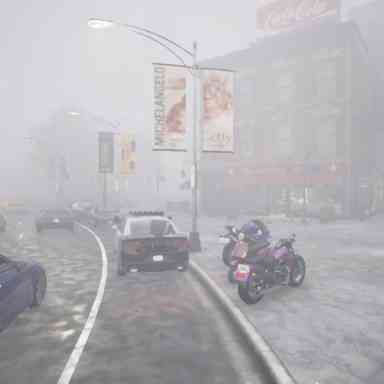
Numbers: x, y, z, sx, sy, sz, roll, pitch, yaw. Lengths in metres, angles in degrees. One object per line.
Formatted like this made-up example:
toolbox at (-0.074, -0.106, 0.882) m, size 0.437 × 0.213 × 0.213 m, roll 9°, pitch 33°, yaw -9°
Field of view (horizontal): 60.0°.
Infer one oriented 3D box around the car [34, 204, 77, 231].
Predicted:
car at (-8.469, 1.558, 20.294) m, size 1.994 × 1.385 × 4.181 m, roll 0°, pitch 0°, yaw -27°

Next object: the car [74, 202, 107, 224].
car at (-9.033, 1.513, 27.542) m, size 2.002 × 1.452 × 4.674 m, roll 0°, pitch 0°, yaw -35°

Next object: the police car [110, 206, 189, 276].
police car at (-1.489, 1.424, 10.681) m, size 1.930 × 1.638 × 5.238 m, roll 0°, pitch 0°, yaw -15°

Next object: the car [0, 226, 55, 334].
car at (-3.616, 1.522, 4.820) m, size 1.812 × 1.442 × 4.674 m, roll 0°, pitch 0°, yaw -8°

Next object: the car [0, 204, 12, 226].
car at (-10.654, 1.538, 16.894) m, size 2.033 × 1.411 × 5.357 m, roll 0°, pitch 0°, yaw -24°

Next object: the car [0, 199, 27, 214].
car at (-18.866, 1.460, 34.516) m, size 5.008 × 1.535 × 1.882 m, roll 1°, pitch 0°, yaw 45°
